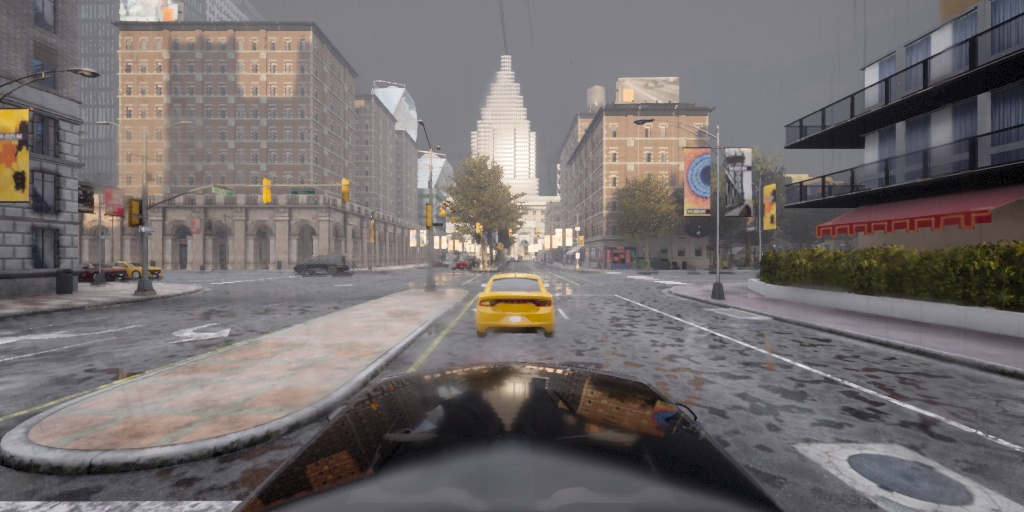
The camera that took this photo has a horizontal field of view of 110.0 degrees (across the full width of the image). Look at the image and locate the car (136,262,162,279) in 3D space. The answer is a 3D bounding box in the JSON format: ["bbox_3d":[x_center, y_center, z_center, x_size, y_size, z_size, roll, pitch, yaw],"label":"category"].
[{"bbox_3d":[-34.574,1.228,32.336,5.008,1.535,1.882,0,0,0],"label":"car"}]

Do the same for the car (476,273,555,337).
[{"bbox_3d":[0.094,1.228,10.331,1.882,1.535,5.008,0,0,0],"label":"car"}]

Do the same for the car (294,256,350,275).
[{"bbox_3d":[-20.900,0.971,39.586,5.566,2.045,2.150,0,0,0],"label":"car"}]

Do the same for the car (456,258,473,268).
[{"bbox_3d":[-7.986,1.351,59.072,1.895,1.301,4.718,0,0,0],"label":"car"}]

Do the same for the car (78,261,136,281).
[{"bbox_3d":[-33.938,1.228,28.838,5.008,1.535,1.882,0,0,0],"label":"car"}]
